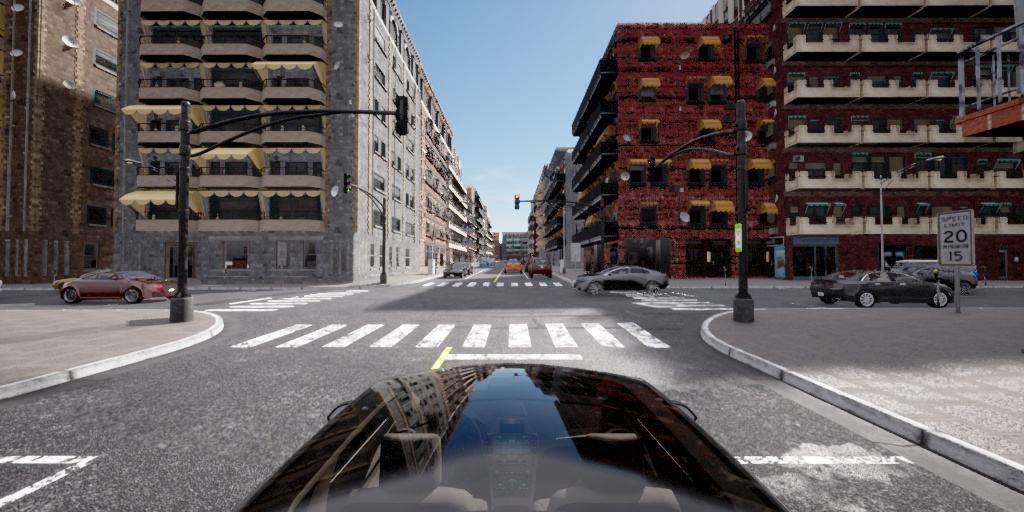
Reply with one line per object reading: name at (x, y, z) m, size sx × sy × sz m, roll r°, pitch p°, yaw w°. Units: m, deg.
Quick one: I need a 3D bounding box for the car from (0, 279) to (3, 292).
car at (-26.680, 1.027, 16.055) m, size 5.566 × 2.045 × 2.150 m, roll 0°, pitch -1°, yaw 0°

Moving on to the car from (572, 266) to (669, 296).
car at (5.673, 1.262, 18.885) m, size 4.902 × 1.511 × 2.128 m, roll 0°, pitch -1°, yaw 0°

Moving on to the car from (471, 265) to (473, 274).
car at (-5.273, 1.331, 39.255) m, size 1.948 × 1.339 × 4.313 m, roll 0°, pitch 0°, yaw 0°

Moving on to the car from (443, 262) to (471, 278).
car at (-5.279, 1.328, 33.694) m, size 1.948 × 1.339 × 4.313 m, roll 0°, pitch 0°, yaw 0°

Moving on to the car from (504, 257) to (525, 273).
car at (0.148, 1.123, 44.535) m, size 2.097 × 1.767 × 4.553 m, roll 0°, pitch 0°, yaw 0°

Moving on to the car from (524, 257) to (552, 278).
car at (2.602, 1.076, 33.731) m, size 2.192 × 1.841 × 5.009 m, roll 0°, pitch 0°, yaw 0°

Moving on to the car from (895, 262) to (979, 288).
car at (21.206, 1.223, 18.827) m, size 4.902 × 1.511 × 2.128 m, roll 0°, pitch -1°, yaw 0°

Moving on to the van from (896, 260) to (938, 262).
van at (24.925, 1.115, 21.265) m, size 3.998 × 1.789 × 1.690 m, roll 0°, pitch 0°, yaw 0°

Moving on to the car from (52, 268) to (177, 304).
car at (-17.192, 1.339, 16.014) m, size 4.181 × 1.385 × 1.994 m, roll 0°, pitch -1°, yaw 0°

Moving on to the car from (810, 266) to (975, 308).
car at (13.758, 1.185, 13.425) m, size 4.403 × 1.370 × 2.007 m, roll 0°, pitch 0°, yaw 0°
